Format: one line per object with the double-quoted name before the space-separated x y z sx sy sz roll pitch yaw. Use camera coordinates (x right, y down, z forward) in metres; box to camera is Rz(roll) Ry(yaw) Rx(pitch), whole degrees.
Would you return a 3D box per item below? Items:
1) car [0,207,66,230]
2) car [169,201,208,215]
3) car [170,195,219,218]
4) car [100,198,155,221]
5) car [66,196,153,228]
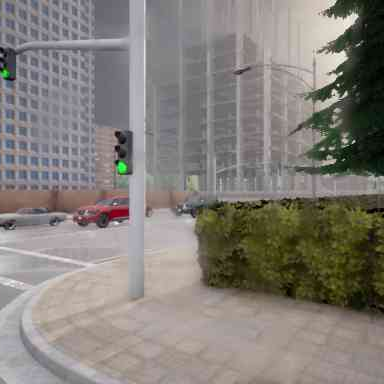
"car" -10.750 1.656 21.801 1.895 1.301 4.718 0 0 35
"car" -0.309 1.656 36.444 1.895 1.301 4.718 0 0 36
"car" 0.528 1.277 31.595 2.150 2.045 5.566 0 0 36
"car" -5.536 1.407 29.130 2.097 1.767 4.553 0 0 35
"car" -5.508 1.277 23.168 2.150 2.045 5.566 0 0 33
